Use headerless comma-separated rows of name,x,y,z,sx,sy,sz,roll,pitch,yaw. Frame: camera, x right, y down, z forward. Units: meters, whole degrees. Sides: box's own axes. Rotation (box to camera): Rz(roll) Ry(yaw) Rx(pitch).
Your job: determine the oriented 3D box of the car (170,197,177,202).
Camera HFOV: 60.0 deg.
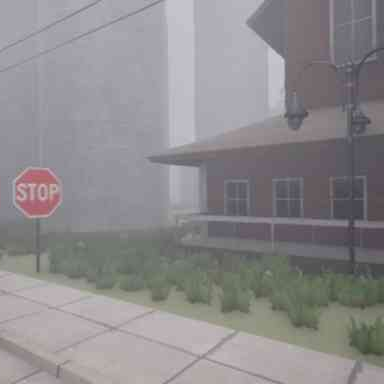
car,-5.422,2.114,85.174,4.193,1.474,1.816,-1,0,35
